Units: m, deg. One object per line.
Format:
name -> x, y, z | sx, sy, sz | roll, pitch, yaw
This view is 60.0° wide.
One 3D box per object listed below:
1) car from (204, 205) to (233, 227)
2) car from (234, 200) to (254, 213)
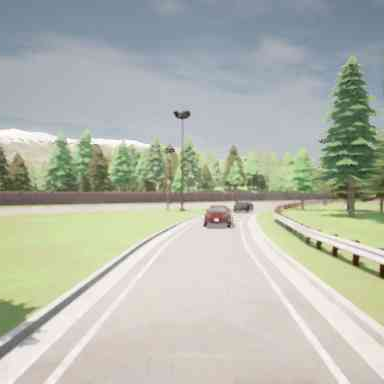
car -> 1.907, 1.656, 23.849 | 1.812, 1.442, 4.674 | 0, 0, 8
car -> 6.495, 1.719, 41.248 | 2.128, 1.511, 4.902 | 0, 0, 21
